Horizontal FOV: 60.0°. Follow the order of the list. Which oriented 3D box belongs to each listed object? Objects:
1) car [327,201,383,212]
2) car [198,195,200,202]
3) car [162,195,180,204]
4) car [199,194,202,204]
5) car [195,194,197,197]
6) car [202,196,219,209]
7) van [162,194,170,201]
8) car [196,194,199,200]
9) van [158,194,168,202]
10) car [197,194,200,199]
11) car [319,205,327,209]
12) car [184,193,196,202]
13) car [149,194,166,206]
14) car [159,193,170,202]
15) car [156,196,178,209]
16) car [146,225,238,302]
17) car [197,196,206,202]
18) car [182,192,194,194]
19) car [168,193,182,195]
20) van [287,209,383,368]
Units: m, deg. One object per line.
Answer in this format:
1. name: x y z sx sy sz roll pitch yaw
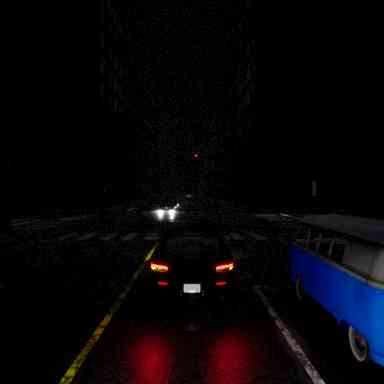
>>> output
1. car: 14.605 1.517 28.854 4.674 1.442 1.812 0 0 -3
2. car: 2.500 1.537 55.710 2.008 1.369 4.403 0 0 -1
3. car: -3.431 1.551 54.634 1.994 1.385 4.181 0 0 -1
4. car: 2.575 1.429 50.185 1.967 1.590 4.097 0 0 -1
5. car: 2.274 1.523 72.287 2.008 1.369 4.403 0 0 -1
6. car: 2.649 1.517 44.830 1.752 1.417 4.829 0 0 -1
7. van: -6.400 1.302 83.220 1.690 1.788 3.998 0 0 -1
8. car: 2.349 1.522 66.762 1.887 1.381 4.507 0 0 -1
9. van: -6.251 1.314 72.170 1.690 1.788 3.998 0 0 -1
10. car: 2.425 1.548 61.236 1.947 1.339 4.313 0 0 -1
11. car: 14.420 1.584 32.105 4.718 1.301 1.895 0 0 2
12. car: -0.610 1.563 74.216 1.895 1.301 4.718 0 0 -1
13. car: -6.025 1.301 55.594 2.192 1.841 5.009 0 0 -1
14. car: -6.327 1.282 77.696 2.192 1.841 5.009 0 0 -1
15. car: -3.304 1.593 44.679 1.895 1.301 4.718 0 0 -1
16. car: 0.000 1.525 8.148 1.812 1.442 4.674 0 0 0
17. car: 2.198 1.548 77.812 1.802 1.307 4.206 0 0 -1
18. car: -0.746 1.078 84.216 2.150 2.045 5.566 0 0 -1
19. car: -3.523 1.332 64.657 2.097 1.767 4.553 0 0 0
20. van: 2.854 1.341 5.470 1.690 1.788 3.998 0 0 0
